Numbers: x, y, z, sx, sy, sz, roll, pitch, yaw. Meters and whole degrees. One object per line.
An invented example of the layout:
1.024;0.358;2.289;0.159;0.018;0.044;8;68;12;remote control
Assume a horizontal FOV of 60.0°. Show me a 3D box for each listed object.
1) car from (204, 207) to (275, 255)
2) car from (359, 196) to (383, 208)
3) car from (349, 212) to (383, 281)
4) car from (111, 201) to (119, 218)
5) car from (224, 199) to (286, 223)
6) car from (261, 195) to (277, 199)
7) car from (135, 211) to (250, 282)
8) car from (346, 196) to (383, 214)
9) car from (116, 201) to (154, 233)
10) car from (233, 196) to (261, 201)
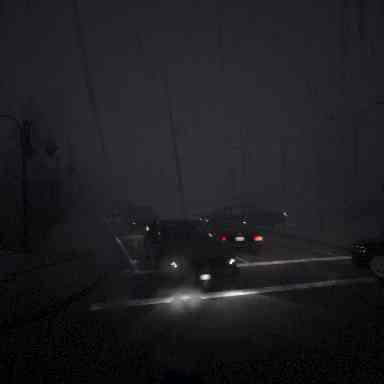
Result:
1.365;1.539;13.114;2.033;1.411;5.357;0;0;-4;car
23.838;1.273;43.259;1.845;1.501;3.633;0;0;-17;car
6.658;1.475;8.130;5.008;1.535;1.882;0;0;38;car
-6.301;1.516;30.108;2.033;1.411;5.357;0;0;-17;car
2.874;1.466;19.778;5.357;1.411;2.033;-3;1;-19;car
10.273;1.277;47.159;2.152;1.636;5.027;0;0;-17;car
-0.369;1.543;10.134;2.033;1.411;5.357;0;0;-15;car
15.557;1.356;29.256;1.970;1.475;3.806;0;0;-17;car
-3.121;1.529;19.963;2.033;1.411;5.357;0;0;-17;car
7.287;1.287;46.197;2.007;1.523;4.514;0;0;-17;car
